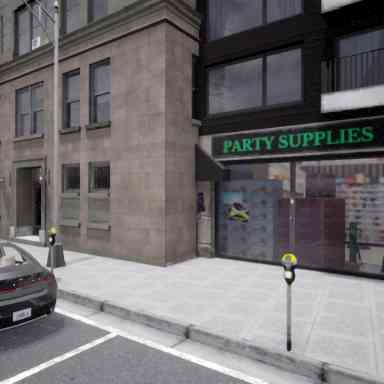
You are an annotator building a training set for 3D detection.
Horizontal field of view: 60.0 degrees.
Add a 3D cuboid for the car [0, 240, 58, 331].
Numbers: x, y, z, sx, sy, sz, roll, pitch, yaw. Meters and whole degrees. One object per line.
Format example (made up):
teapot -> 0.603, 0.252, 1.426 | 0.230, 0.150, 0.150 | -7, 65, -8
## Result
car -> -4.249, 1.551, 6.117 | 4.403, 1.369, 2.008 | 0, 0, 36
